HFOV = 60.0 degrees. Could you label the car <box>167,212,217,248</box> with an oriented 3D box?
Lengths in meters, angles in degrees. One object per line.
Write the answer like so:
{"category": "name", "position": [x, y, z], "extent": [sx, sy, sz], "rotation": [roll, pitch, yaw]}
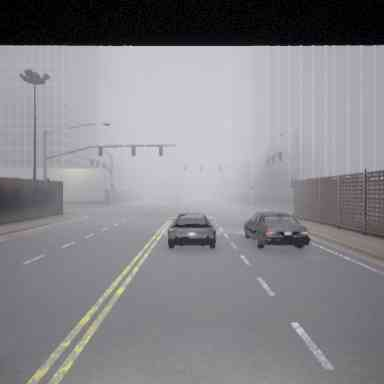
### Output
{"category": "car", "position": [0.000, 1.571, 14.650], "extent": [1.994, 1.385, 4.181], "rotation": [0, 0, 0]}

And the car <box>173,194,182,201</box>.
{"category": "car", "position": [-3.500, 1.302, 80.856], "extent": [2.097, 1.767, 4.553], "rotation": [0, 0, 0]}

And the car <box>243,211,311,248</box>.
{"category": "car", "position": [3.500, 1.562, 14.650], "extent": [2.033, 1.411, 5.357], "rotation": [0, 0, 0]}

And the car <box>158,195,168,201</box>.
{"category": "car", "position": [-7.000, 1.499, 80.824], "extent": [1.994, 1.385, 4.181], "rotation": [0, 0, 0]}
